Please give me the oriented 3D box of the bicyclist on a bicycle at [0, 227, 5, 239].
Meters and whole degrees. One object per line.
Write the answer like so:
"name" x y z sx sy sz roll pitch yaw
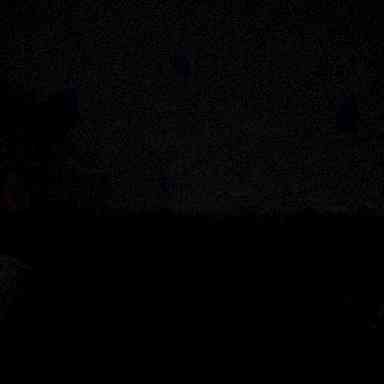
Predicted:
"bicyclist on a bicycle" -10.635 1.730 17.356 0.582 1.620 1.656 -1 -2 39
